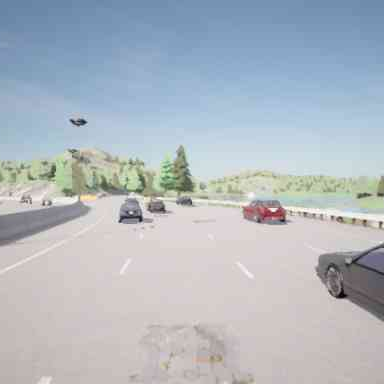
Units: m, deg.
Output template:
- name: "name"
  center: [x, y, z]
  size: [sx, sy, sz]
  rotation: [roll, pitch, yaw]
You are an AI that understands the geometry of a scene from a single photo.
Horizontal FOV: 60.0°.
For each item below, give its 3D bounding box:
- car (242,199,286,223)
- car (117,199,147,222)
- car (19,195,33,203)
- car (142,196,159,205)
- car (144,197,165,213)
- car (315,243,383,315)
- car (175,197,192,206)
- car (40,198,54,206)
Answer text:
- name: "car"
  center: [5.303, 1.321, 25.193]
  size: [2.097, 1.767, 4.553]
  rotation: [-1, 0, -9]
- name: "car"
  center: [-5.122, 1.610, 27.400]
  size: [2.033, 1.411, 5.357]
  rotation: [0, 0, -12]
- name: "car"
  center: [-29.932, 1.312, 60.033]
  size: [2.097, 1.767, 4.553]
  rotation: [0, 0, -23]
- name: "car"
  center: [-7.662, 1.584, 61.473]
  size: [1.882, 1.535, 5.008]
  rotation: [0, -1, -22]
- name: "car"
  center: [-4.306, 1.553, 38.615]
  size: [2.128, 1.511, 4.902]
  rotation: [0, 0, -14]
- name: "car"
  center: [4.007, 1.515, 5.435]
  size: [2.033, 1.411, 5.357]
  rotation: [0, 0, -5]
- name: "car"
  center: [-1.365, 1.551, 54.189]
  size: [1.837, 1.490, 4.892]
  rotation: [1, 0, -19]
- name: "car"
  center: [-25.965, 1.806, 59.615]
  size: [2.128, 1.511, 4.902]
  rotation: [0, 0, -22]
